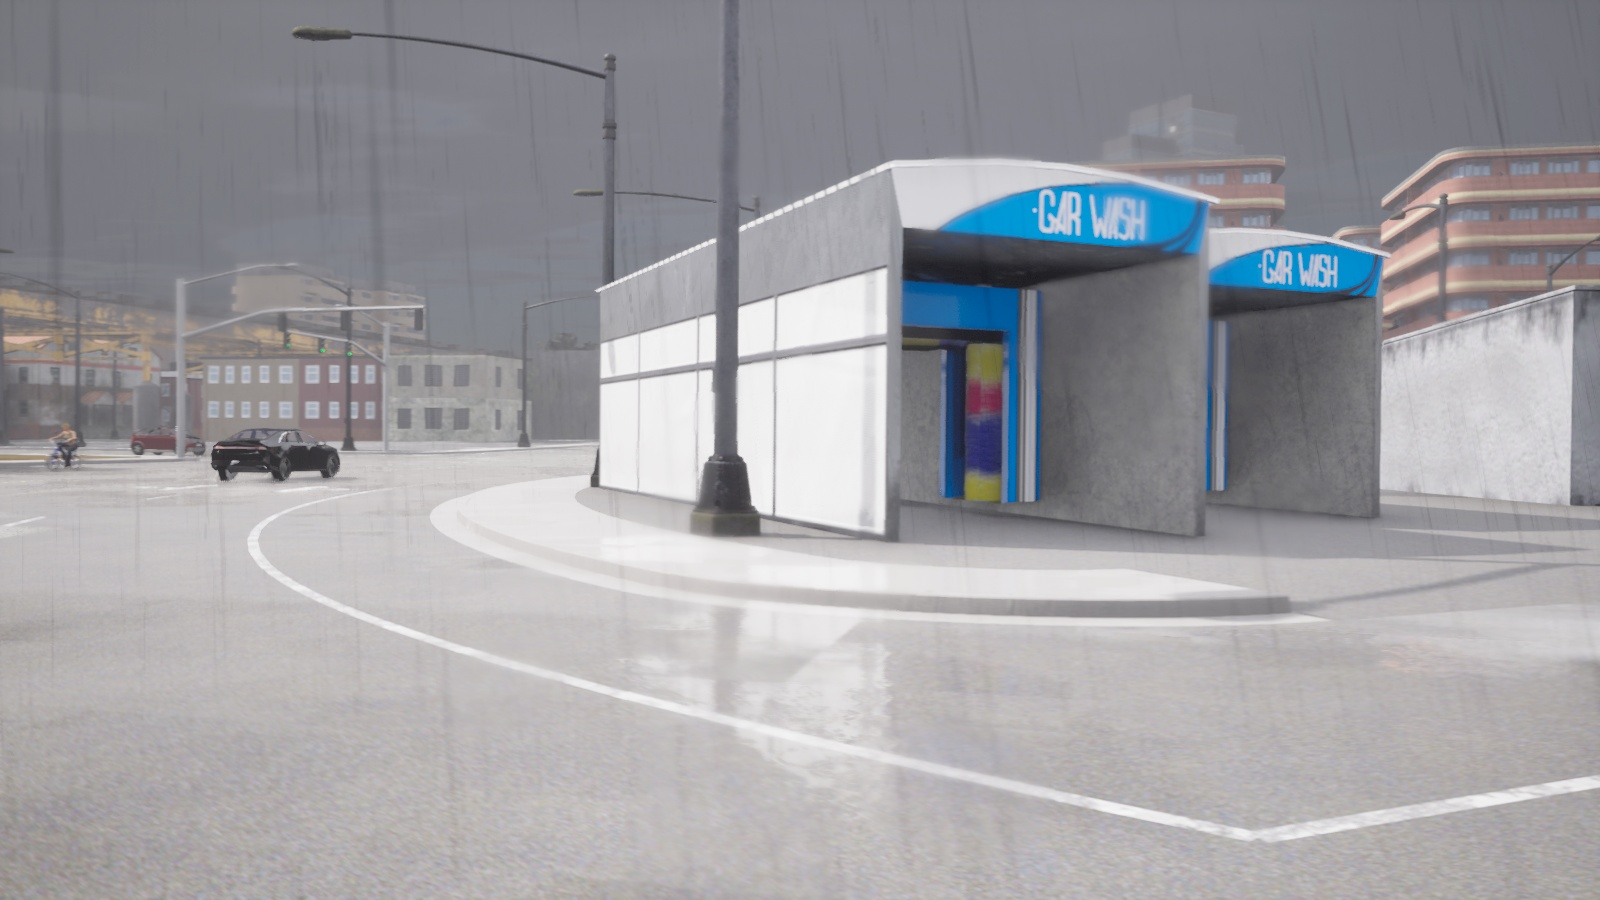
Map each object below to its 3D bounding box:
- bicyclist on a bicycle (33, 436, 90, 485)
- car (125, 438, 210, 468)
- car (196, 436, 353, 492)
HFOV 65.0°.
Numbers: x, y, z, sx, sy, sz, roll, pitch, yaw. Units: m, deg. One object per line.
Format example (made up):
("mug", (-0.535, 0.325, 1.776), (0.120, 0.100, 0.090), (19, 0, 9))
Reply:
("bicyclist on a bicycle", (-24.843, 0.340, 42.253), (0.866, 1.612, 1.509), (0, 1, 11))
("car", (-33.600, 0.146, 66.698), (3.705, 1.549, 1.789), (0, 1, 12))
("car", (-15.127, 0.351, 36.501), (2.128, 1.511, 4.902), (0, 1, 5))
